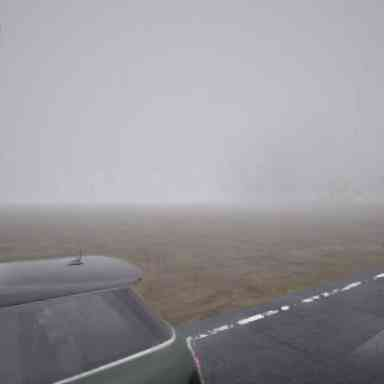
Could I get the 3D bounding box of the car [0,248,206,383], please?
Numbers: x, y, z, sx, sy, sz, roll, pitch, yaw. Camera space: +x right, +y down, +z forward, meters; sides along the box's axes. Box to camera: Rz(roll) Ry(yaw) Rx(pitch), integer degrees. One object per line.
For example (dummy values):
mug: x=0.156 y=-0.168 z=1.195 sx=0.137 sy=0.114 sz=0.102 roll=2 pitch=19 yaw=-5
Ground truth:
car: x=-2.088 y=1.357 z=1.964 sx=4.553 sy=1.767 sz=2.097 roll=0 pitch=0 yaw=-36
